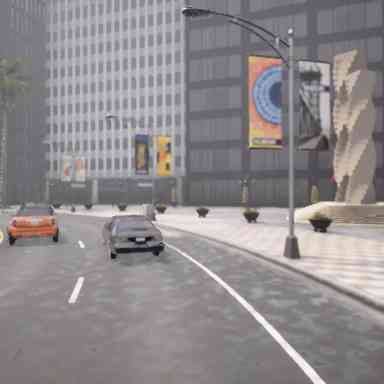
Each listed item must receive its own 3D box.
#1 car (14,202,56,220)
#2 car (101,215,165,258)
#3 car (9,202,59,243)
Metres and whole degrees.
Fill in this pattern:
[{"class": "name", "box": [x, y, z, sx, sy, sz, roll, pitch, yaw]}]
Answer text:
[{"class": "car", "box": [-14.989, 1.719, 31.620, 4.892, 1.490, 1.837, 0, -1, 43]}, {"class": "car", "box": [-2.536, 1.627, 13.313, 2.033, 1.411, 5.357, 0, 0, -19]}, {"class": "car", "box": [-8.087, 1.468, 17.044, 2.097, 1.767, 4.553, 0, 0, -26]}]
